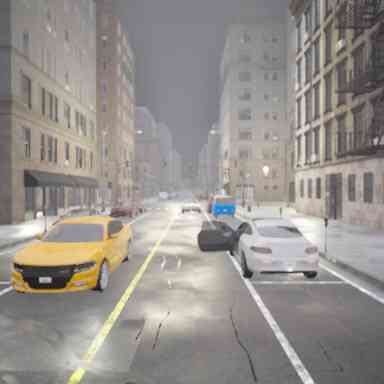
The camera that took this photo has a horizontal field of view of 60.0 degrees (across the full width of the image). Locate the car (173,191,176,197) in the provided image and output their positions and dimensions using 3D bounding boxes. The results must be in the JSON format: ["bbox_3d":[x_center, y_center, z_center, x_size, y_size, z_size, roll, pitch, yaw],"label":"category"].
[{"bbox_3d":[-5.658,1.063,81.138,1.887,1.381,4.507,0,0,0],"label":"car"}]

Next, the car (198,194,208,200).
[{"bbox_3d":[2.462,1.101,75.758,2.008,1.369,4.403,0,0,0],"label":"car"}]

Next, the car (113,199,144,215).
[{"bbox_3d":[-5.474,1.386,27.446,1.887,1.381,4.507,0,0,0],"label":"car"}]

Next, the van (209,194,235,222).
[{"bbox_3d":[2.551,1.182,27.469,1.690,1.788,3.998,0,0,0],"label":"van"}]

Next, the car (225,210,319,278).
[{"bbox_3d":[2.197,1.469,9.796,1.812,1.442,4.674,0,0,0],"label":"car"}]

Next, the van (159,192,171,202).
[{"bbox_3d":[-5.612,0.958,64.918,1.690,1.788,3.998,0,0,0],"label":"van"}]

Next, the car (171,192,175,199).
[{"bbox_3d":[-5.643,1.117,75.732,1.947,1.339,4.313,0,0,0],"label":"car"}]

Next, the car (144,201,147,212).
[{"bbox_3d":[-5.491,1.375,32.956,1.947,1.339,4.313,0,0,0],"label":"car"}]

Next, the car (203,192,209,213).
[{"bbox_3d":[2.534,1.123,32.980,2.192,1.841,5.009,0,0,0],"label":"car"}]

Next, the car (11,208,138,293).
[{"bbox_3d":[-2.865,1.426,8.962,1.882,1.535,5.008,0,0,0],"label":"car"}]

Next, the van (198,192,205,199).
[{"bbox_3d":[2.418,0.825,86.569,1.690,1.788,3.998,0,0,0],"label":"van"}]

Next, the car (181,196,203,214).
[{"bbox_3d":[-0.056,1.408,33.216,1.895,1.301,4.718,0,0,0],"label":"car"}]

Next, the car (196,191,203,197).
[{"bbox_3d":[2.484,0.898,70.351,2.192,1.841,5.009,0,0,0],"label":"car"}]

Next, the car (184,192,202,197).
[{"bbox_3d":[-0.120,1.210,46.755,2.128,1.511,4.902,0,0,0],"label":"car"}]
